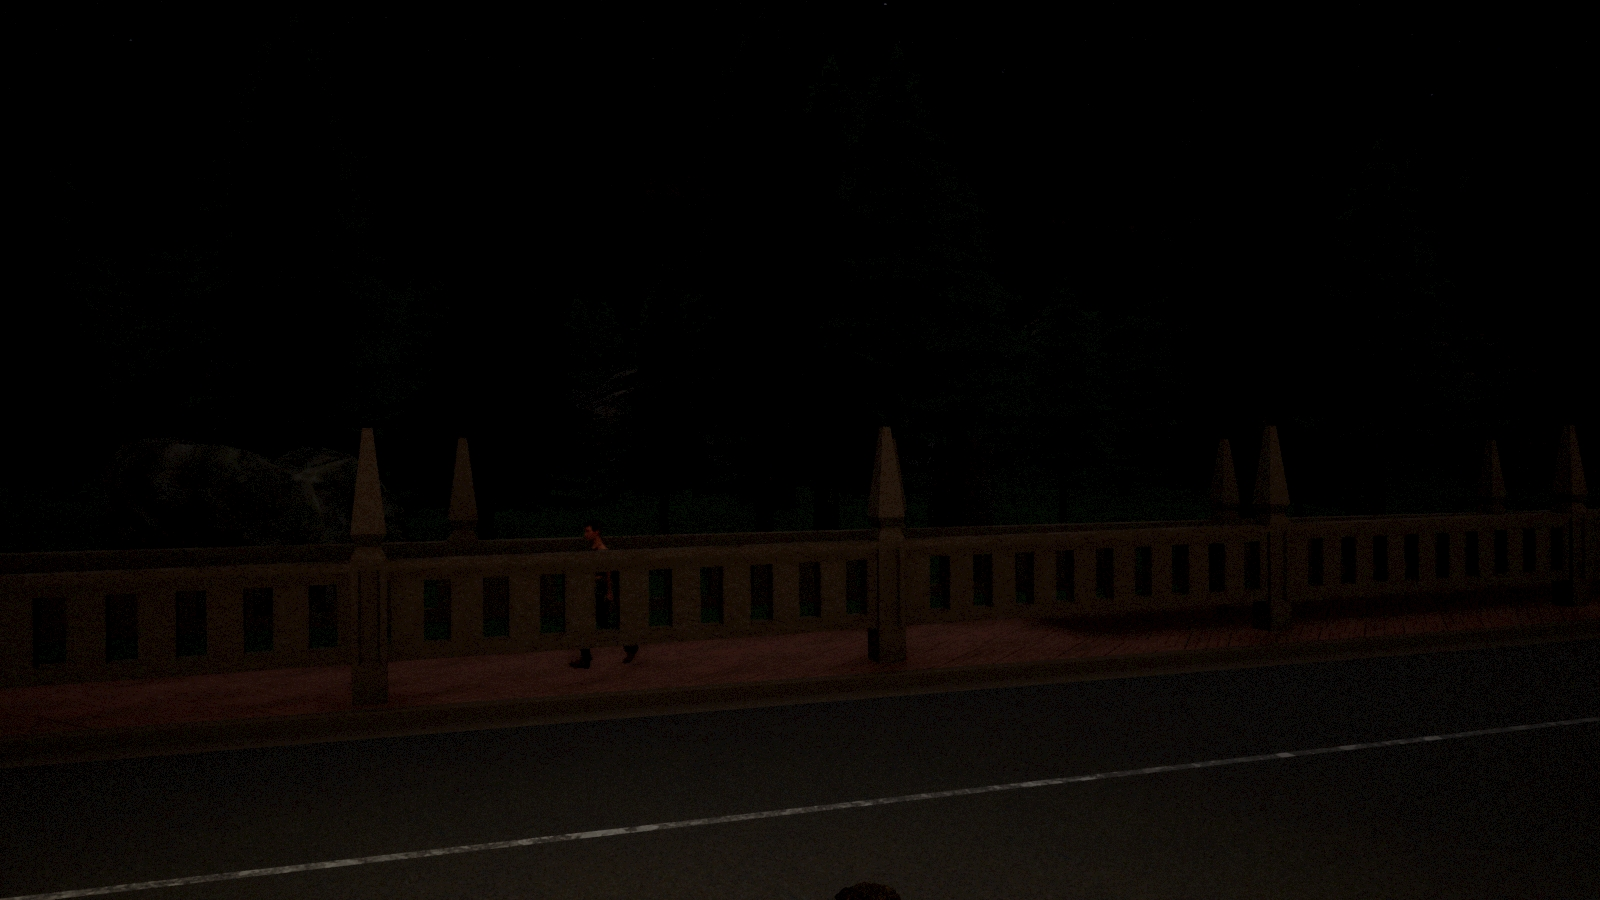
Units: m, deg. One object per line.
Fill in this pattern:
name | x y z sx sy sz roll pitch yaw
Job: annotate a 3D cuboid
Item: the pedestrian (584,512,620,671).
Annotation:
pedestrian | -2.399 1.694 13.828 0.375 1.860 0.375 0 0 -20
